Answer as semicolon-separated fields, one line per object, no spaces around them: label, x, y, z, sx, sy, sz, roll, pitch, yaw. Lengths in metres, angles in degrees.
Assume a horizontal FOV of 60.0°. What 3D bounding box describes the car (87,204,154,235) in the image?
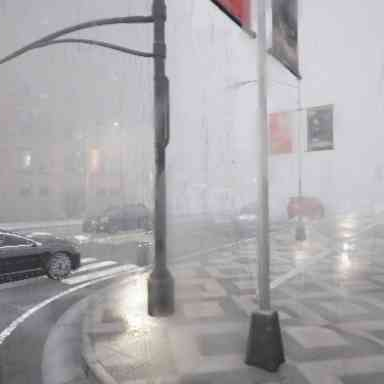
car;-4.429;1.547;20.421;2.097;1.767;4.553;-1;-1;35

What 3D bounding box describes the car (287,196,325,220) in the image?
car;10.302;1.375;29.909;2.150;2.045;5.566;-1;-1;35

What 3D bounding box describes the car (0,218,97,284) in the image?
car;-5.045;1.606;8.066;2.128;1.511;4.902;-1;-1;35

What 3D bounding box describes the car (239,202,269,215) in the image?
car;6.825;1.788;36.416;1.994;1.385;4.181;-1;-1;35
